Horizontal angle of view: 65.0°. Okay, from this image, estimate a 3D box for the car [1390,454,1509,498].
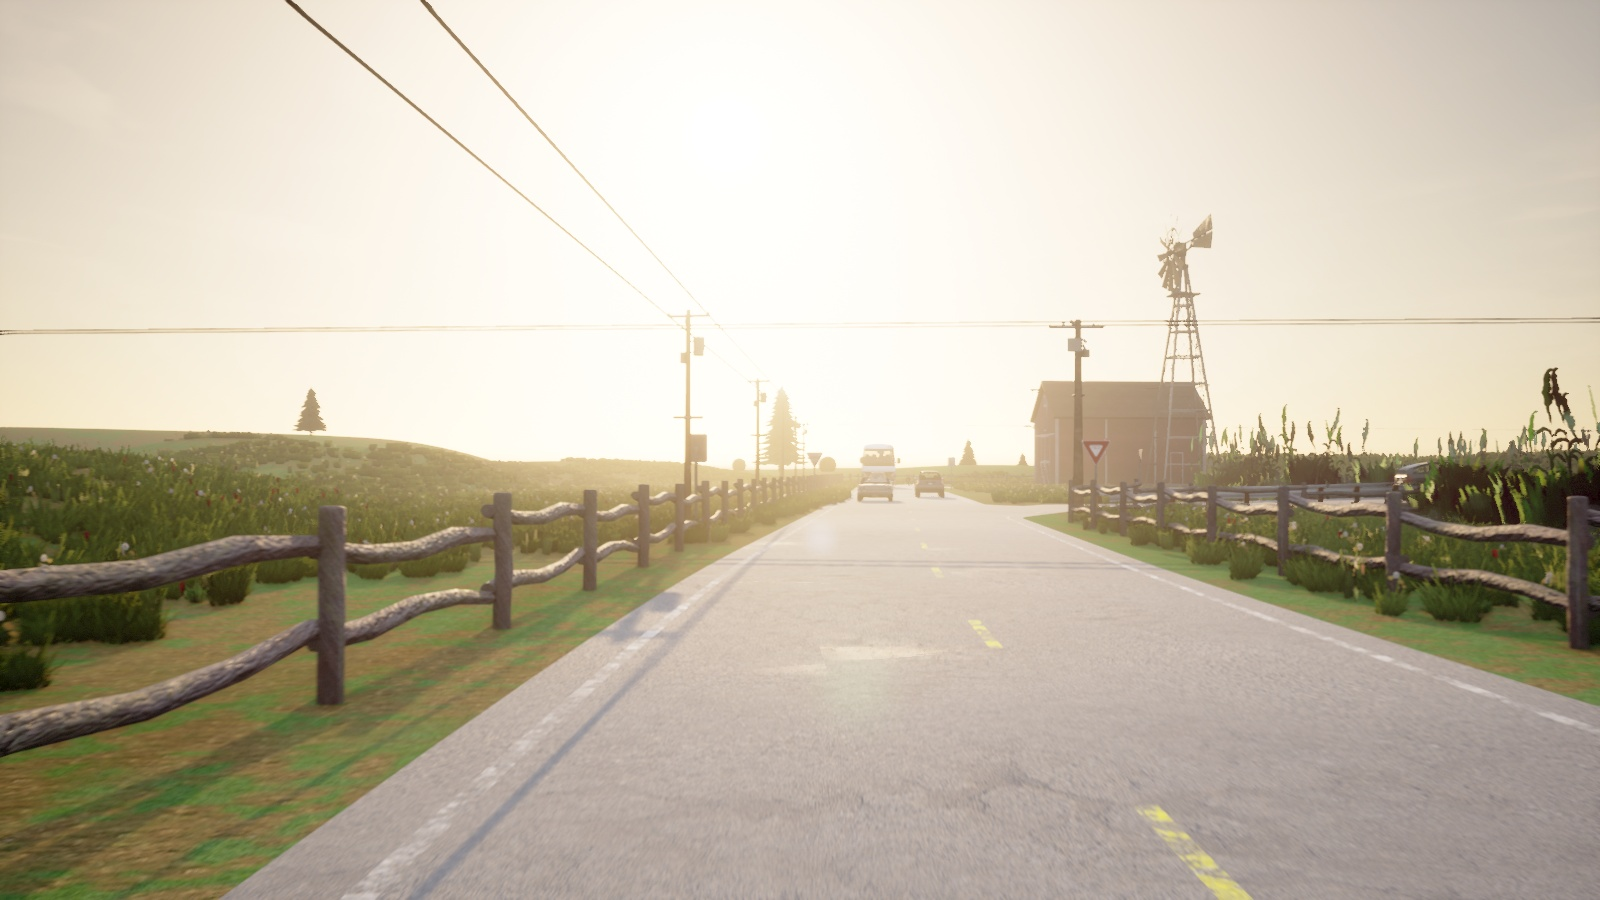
[{"bbox_3d":[25.669,1.017,49.716,3.705,1.549,1.789,-2,-1,6],"label":"car"}]

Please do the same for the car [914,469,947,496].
[{"bbox_3d":[7.967,1.975,77.176,1.851,1.617,3.988,0,-1,4],"label":"car"}]

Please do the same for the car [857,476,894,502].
[{"bbox_3d":[4.020,2.010,66.297,1.895,1.301,4.718,0,-1,4],"label":"car"}]
